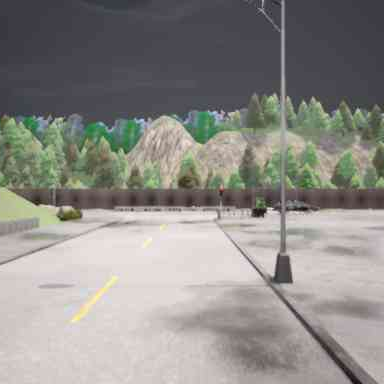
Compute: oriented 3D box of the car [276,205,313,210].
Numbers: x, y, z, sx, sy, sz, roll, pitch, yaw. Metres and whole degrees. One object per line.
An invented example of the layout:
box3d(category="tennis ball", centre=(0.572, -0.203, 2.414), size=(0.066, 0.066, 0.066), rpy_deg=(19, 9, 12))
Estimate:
box3d(category="car", centre=(11.962, 1.731, 38.336), size=(4.902, 1.511, 2.128), rpy_deg=(0, -1, 0))
